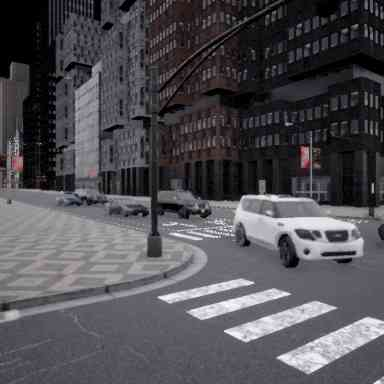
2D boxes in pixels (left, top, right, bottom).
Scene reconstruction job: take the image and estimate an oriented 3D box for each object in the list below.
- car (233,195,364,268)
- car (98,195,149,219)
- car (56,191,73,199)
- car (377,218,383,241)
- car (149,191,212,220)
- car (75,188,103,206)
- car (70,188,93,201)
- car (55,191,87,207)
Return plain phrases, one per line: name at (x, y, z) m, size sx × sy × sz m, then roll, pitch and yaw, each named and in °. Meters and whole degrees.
car at (3.304, 1.150, 11.683) m, size 2.150 × 2.045 × 5.566 m, roll 1°, pitch 1°, yaw -15°
car at (-5.283, 1.229, 26.339) m, size 2.033 × 1.411 × 5.357 m, roll 0°, pitch 1°, yaw -36°
car at (-24.997, 0.531, 65.071) m, size 1.837 × 1.490 × 4.892 m, roll 0°, pitch 1°, yaw -36°
car at (9.272, 1.469, 11.738) m, size 1.837 × 1.490 × 4.892 m, roll 0°, pitch 1°, yaw -36°
car at (-0.843, 0.942, 25.739) m, size 2.150 × 2.045 × 5.566 m, roll 0°, pitch 1°, yaw -36°
car at (-12.685, 0.654, 42.149) m, size 2.150 × 2.045 × 5.566 m, roll 0°, pitch 1°, yaw -36°
car at (-18.784, 0.418, 56.475) m, size 2.150 × 2.045 × 5.566 m, roll 0°, pitch 1°, yaw -36°
car at (-14.610, 0.999, 39.252) m, size 2.033 × 1.411 × 5.357 m, roll 0°, pitch 1°, yaw -36°
